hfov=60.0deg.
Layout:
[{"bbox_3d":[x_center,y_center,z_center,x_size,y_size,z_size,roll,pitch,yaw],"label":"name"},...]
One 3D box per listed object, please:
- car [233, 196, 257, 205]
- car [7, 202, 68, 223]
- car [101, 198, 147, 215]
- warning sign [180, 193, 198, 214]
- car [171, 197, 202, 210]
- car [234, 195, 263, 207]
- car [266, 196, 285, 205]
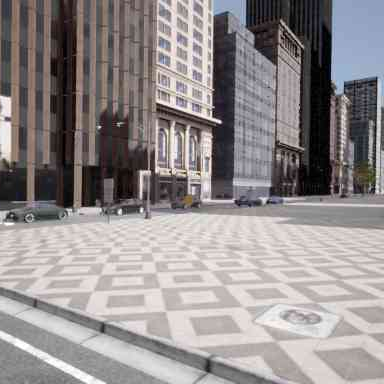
[{"bbox_3d":[8.519,1.369,53.005,1.895,1.301,4.718,1,1,35],"label":"car"},{"bbox_3d":[-11.470,1.470,24.932,1.994,1.385,4.181,1,1,35],"label":"car"},{"bbox_3d":[-6.458,1.377,32.008,1.837,1.490,4.892,1,1,35],"label":"car"},{"bbox_3d":[-0.265,1.077,30.688,1.300,1.860,1.060,1,1,35],"label":"warning sign"},{"bbox_3d":[-0.601,1.337,40.275,1.837,1.490,4.892,1,1,35],"label":"car"},{"bbox_3d":[8.342,1.193,47.469,2.097,1.767,4.553,1,1,36],"label":"car"},{"bbox_3d":[13.943,1.362,55.474,1.994,1.385,4.181,1,1,35],"label":"car"}]
